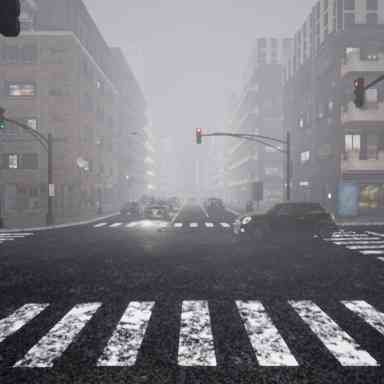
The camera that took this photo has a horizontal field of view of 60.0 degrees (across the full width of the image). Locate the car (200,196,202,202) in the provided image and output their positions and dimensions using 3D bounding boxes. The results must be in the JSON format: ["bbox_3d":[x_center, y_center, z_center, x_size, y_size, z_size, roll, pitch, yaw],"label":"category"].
[{"bbox_3d":[2.659,1.598,54.907,1.802,1.307,4.206,0,0,0],"label":"car"}]

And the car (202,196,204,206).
[{"bbox_3d":[2.665,1.451,43.542,1.967,1.590,4.097,0,0,0],"label":"car"}]

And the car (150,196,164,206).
[{"bbox_3d":[-5.721,1.457,54.900,1.967,1.590,4.097,0,0,0],"label":"car"}]

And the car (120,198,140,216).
[{"bbox_3d":[-5.708,1.572,32.170,1.947,1.339,4.313,0,0,0],"label":"car"}]

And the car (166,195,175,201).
[{"bbox_3d":[-5.742,1.594,88.994,2.008,1.369,4.403,0,0,0],"label":"car"}]

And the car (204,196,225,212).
[{"bbox_3d":[2.669,1.448,37.859,1.967,1.590,4.097,0,0,0],"label":"car"}]

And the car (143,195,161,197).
[{"bbox_3d":[-5.715,1.325,43.535,2.192,1.841,5.009,0,0,0],"label":"car"}]

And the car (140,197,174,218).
[{"bbox_3d":[-3.108,1.497,30.602,2.128,1.511,4.902,0,0,1],"label":"car"}]

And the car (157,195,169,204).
[{"bbox_3d":[-5.728,1.464,66.265,1.967,1.590,4.097,0,0,0],"label":"car"}]

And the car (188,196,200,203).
[{"bbox_3d":[0.003,1.538,70.587,2.128,1.511,4.902,0,0,0],"label":"car"}]

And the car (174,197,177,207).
[{"bbox_3d":[-3.121,1.610,39.901,1.895,1.301,4.718,0,0,0],"label":"car"}]

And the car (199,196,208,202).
[{"bbox_3d":[2.645,1.584,77.636,2.008,1.369,4.403,0,0,0],"label":"car"}]

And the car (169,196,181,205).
[{"bbox_3d":[-3.080,1.497,59.889,1.882,1.535,5.008,0,0,0],"label":"car"}]

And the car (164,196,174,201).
[{"bbox_3d":[-5.739,1.589,83.311,2.008,1.369,4.403,0,0,0],"label":"car"}]

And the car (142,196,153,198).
[{"bbox_3d":[-5.711,1.533,37.683,1.752,1.417,4.829,0,0,0],"label":"car"}]

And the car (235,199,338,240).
[{"bbox_3d":[4.340,1.240,15.831,4.553,1.767,2.097,-1,0,-1],"label":"car"}]

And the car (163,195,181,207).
[{"bbox_3d":[-3.117,1.578,49.879,1.994,1.385,4.181,0,0,0],"label":"car"}]
